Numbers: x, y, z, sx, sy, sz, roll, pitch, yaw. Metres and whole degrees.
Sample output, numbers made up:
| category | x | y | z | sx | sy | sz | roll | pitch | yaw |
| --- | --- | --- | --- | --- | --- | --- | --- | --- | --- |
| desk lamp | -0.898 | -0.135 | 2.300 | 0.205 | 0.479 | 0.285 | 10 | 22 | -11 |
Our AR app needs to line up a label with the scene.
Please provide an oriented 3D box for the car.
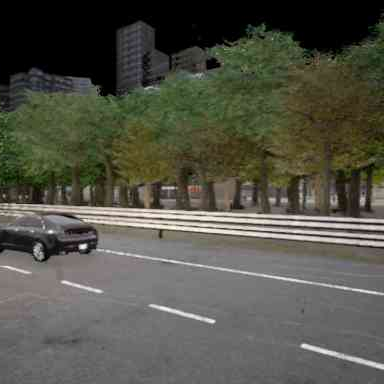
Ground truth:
| category | x | y | z | sx | sy | sz | roll | pitch | yaw |
| --- | --- | --- | --- | --- | --- | --- | --- | --- | --- |
| car | -5.463 | 1.508 | 12.073 | 4.892 | 1.490 | 1.837 | 0 | 0 | 36 |
